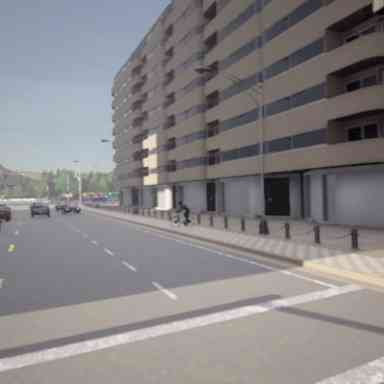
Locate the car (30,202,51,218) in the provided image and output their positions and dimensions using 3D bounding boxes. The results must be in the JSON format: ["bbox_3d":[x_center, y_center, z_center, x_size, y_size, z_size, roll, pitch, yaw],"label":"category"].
[{"bbox_3d":[-16.861,1.989,37.027,2.128,1.511,4.902,-1,0,-26],"label":"car"}]

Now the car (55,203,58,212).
[{"bbox_3d":[-19.383,2.195,49.904,1.895,1.301,4.718,-1,0,-26],"label":"car"}]

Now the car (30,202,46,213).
[{"bbox_3d":[-23.196,2.233,49.926,2.033,1.411,5.357,-1,0,-26],"label":"car"}]

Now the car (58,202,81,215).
[{"bbox_3d":[-14.981,2.066,41.042,1.895,1.301,4.718,-1,0,-26],"label":"car"}]

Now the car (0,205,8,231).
[{"bbox_3d":[-12.789,1.848,20.325,2.128,1.511,4.902,-1,0,-26],"label":"car"}]

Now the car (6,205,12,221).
[{"bbox_3d":[-18.561,2.005,32.141,1.882,1.535,5.008,-1,0,-26],"label":"car"}]

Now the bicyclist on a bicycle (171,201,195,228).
[{"bbox_3d":[-0.566,1.365,20.325,1.656,1.620,0.582,-2,0,-26],"label":"bicyclist on a bicycle"}]
